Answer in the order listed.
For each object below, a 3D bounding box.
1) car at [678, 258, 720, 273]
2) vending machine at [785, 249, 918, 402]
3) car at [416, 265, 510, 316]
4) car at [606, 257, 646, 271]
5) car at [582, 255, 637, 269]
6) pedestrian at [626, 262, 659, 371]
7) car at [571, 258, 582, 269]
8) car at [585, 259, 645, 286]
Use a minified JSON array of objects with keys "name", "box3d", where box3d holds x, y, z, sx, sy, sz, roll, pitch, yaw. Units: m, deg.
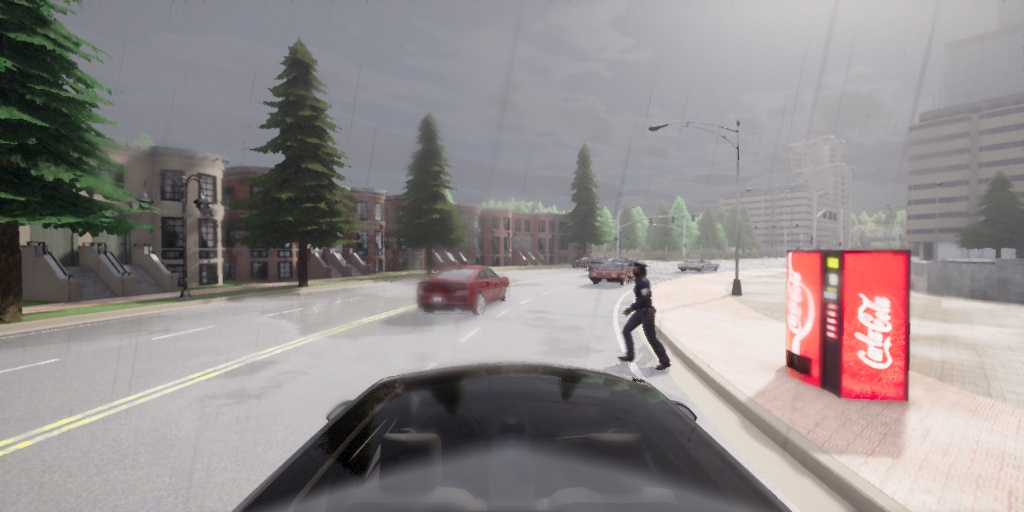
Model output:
[{"name":"car","box3d":[17.917,0.887,34.264,4.718,1.301,1.895,-1,1,-37]},{"name":"vending machine","box3d":[4.606,0.899,5.039,1.100,2.100,0.880,0,0,8]},{"name":"car","box3d":[-1.491,1.067,12.756,1.882,1.535,5.008,0,1,15]},{"name":"car","box3d":[12.281,0.823,38.568,4.718,1.301,1.895,-1,1,-40]},{"name":"car","box3d":[8.198,0.839,29.762,2.128,1.511,4.902,1,1,42]},{"name":"pedestrian","box3d":[2.220,0.981,6.119,0.375,1.860,0.375,0,1,8]},{"name":"car","box3d":[8.695,0.675,40.102,5.008,1.535,1.882,-1,1,-40]},{"name":"car","box3d":[6.425,1.060,21.996,1.895,1.301,4.718,1,1,34]}]
